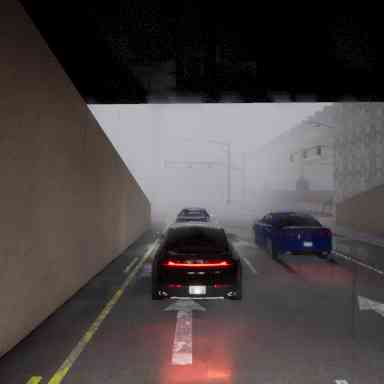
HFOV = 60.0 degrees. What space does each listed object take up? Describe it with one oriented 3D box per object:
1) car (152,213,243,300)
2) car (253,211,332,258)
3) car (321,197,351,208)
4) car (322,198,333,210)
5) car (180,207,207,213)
[{"bbox_3d":[0.105,1.505,8.380,1.837,1.490,4.892,0,0,0],"label":"car"},{"bbox_3d":[3.618,1.477,12.827,1.882,1.535,5.008,0,0,0],"label":"car"},{"bbox_3d":[17.648,1.295,40.712,4.536,1.218,1.853,0,0,-45],"label":"car"},{"bbox_3d":[17.611,1.453,40.675,4.974,1.542,2.038,0,0,-45],"label":"car"},{"bbox_3d":[0.099,1.547,18.126,2.033,1.411,5.357,0,0,3],"label":"car"}]
